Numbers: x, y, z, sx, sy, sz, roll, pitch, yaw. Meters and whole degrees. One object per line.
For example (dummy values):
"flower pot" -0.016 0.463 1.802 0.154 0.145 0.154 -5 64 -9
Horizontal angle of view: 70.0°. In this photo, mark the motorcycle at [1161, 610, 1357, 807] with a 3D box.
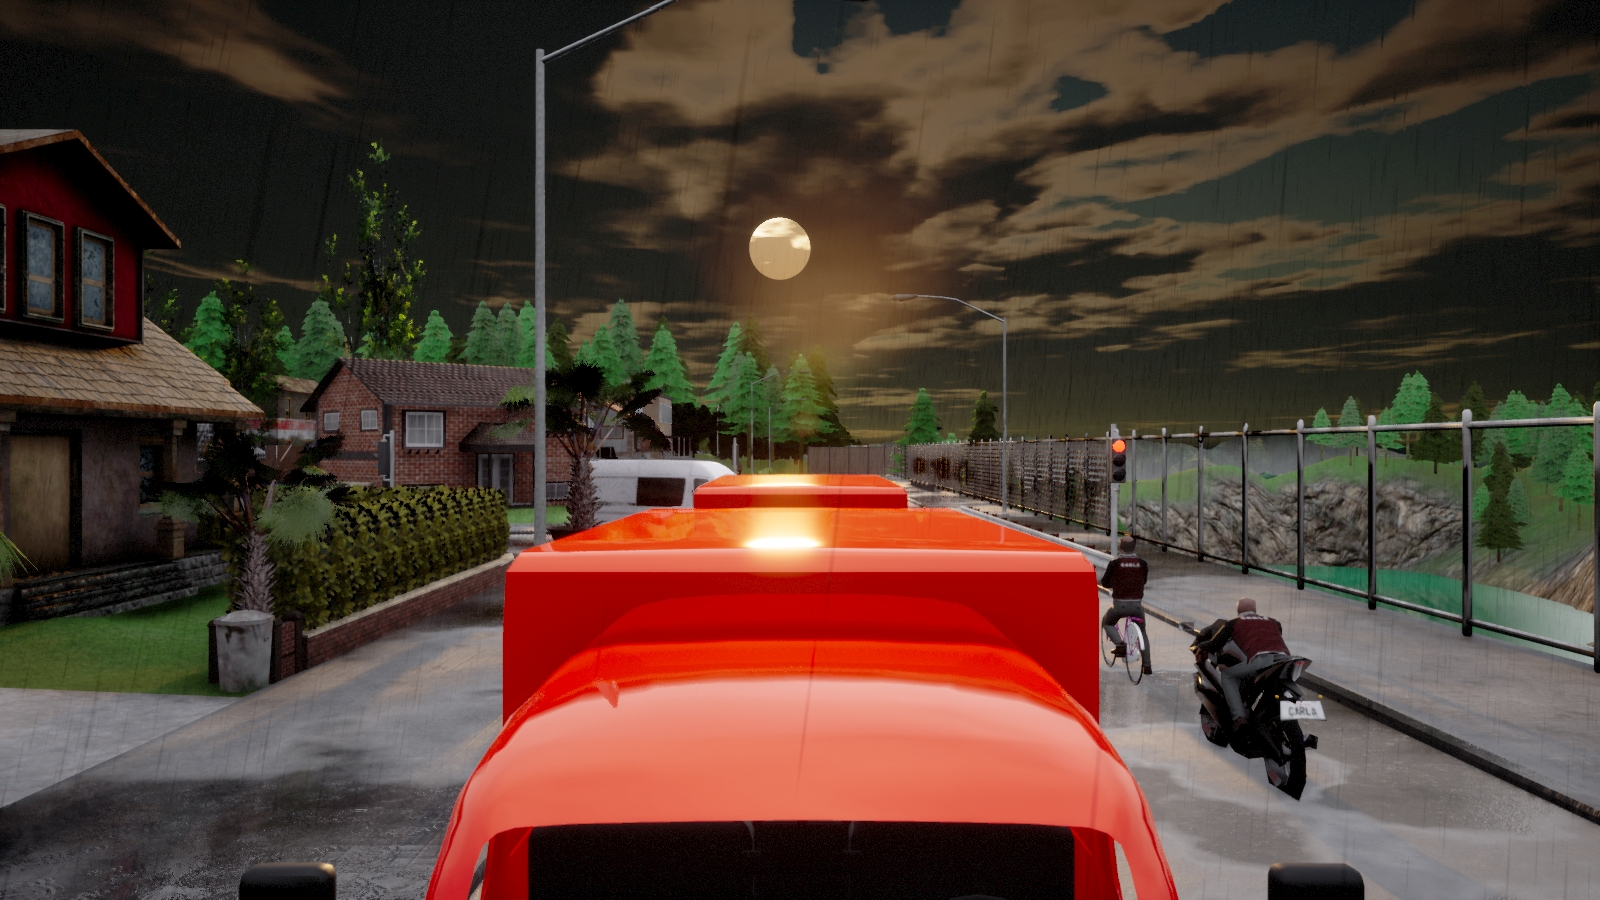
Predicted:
"motorcycle" 4.000 2.210 10.191 0.867 1.251 2.209 0 0 0

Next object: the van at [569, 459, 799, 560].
"van" -3.144 1.546 31.072 5.915 2.561 1.988 0 0 19

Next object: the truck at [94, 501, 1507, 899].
"truck" -0.001 1.567 4.730 2.627 2.467 5.204 0 0 0

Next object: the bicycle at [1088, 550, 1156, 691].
"bicycle" 3.986 2.066 14.240 0.329 1.471 1.835 0 0 0
